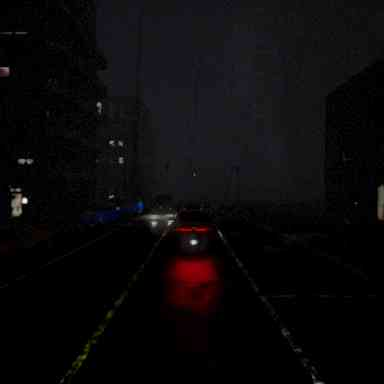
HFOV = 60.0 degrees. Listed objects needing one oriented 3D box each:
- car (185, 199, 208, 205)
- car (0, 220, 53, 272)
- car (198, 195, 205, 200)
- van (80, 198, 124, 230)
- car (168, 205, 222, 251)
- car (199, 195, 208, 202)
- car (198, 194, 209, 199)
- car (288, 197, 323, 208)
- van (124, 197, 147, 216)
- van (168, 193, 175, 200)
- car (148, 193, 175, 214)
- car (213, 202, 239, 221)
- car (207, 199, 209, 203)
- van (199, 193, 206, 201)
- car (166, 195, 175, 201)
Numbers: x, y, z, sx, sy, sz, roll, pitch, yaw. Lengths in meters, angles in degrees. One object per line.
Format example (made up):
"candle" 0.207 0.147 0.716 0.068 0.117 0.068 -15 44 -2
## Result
"car" 0.076 1.567 28.875 1.994 1.385 4.181 0 0 0
"car" -5.700 1.530 9.668 1.752 1.417 4.829 -1 0 0
"car" 2.665 1.493 92.842 1.887 1.381 4.507 -1 0 0
"van" -5.701 1.346 20.998 1.690 1.788 3.998 -1 0 0
"car" 0.075 1.510 14.143 1.837 1.490 4.892 0 0 0
"car" 2.660 1.411 75.904 1.967 1.590 4.097 -1 0 0
"car" 2.661 1.523 70.259 1.887 1.381 4.507 -1 0 0
"car" 16.728 1.695 49.942 4.403 1.369 2.008 0 1 1
"van" -5.698 1.344 32.161 1.690 1.788 3.998 -1 0 0
"van" -5.685 1.290 92.811 1.690 1.788 3.998 -1 0 0
"car" -3.055 1.225 35.808 2.150 2.045 5.566 0 0 0
"car" 2.684 1.548 26.614 1.887 1.381 4.507 -1 0 0
"car" 2.686 1.584 32.195 1.802 1.307 4.206 -1 0 0
"van" 2.662 1.298 87.196 1.690 1.788 3.998 -1 0 0
"car" -5.683 1.523 87.165 1.947 1.339 4.313 -1 0 0
